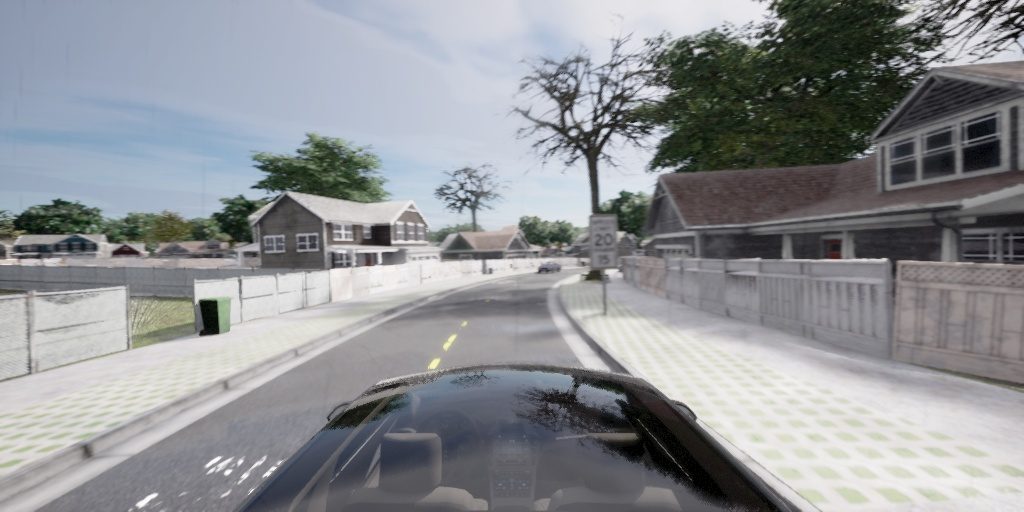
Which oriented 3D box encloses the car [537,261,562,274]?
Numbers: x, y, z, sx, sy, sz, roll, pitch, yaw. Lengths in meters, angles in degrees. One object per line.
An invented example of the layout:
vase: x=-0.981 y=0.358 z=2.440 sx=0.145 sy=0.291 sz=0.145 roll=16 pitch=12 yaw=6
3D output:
car: x=4.447 y=1.311 z=41.904 sx=1.994 sy=1.385 sz=4.181 roll=-2 pitch=0 yaw=24
